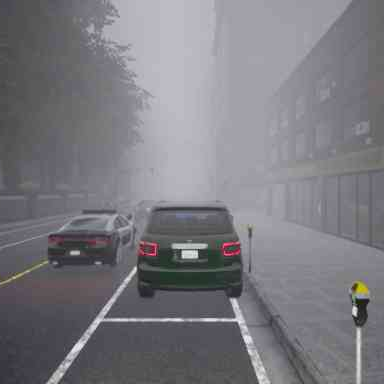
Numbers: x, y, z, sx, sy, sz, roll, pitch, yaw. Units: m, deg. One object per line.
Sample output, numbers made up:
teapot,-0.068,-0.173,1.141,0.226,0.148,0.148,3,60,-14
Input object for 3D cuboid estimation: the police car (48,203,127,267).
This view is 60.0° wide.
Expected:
police car,-3.146,1.422,11.519,1.930,1.638,5.238,0,0,0

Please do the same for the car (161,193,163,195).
car,-8.815,1.432,80.459,1.752,1.417,4.829,0,0,0

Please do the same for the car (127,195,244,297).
car,-0.039,1.218,8.679,2.150,2.045,5.566,0,0,0

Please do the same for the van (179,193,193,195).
van,-0.290,1.317,36.980,1.690,1.788,3.998,0,0,0

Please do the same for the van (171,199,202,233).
van,-0.290,1.333,19.998,1.690,1.788,3.998,0,0,0

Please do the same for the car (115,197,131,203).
car,-6.233,1.505,34.147,1.812,1.442,4.674,0,0,0

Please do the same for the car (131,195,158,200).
car,-3.062,1.341,25.698,2.097,1.767,4.553,0,0,0

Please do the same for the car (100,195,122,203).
car,-8.815,1.291,36.940,2.192,1.841,5.009,0,0,0

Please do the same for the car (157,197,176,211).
car,-3.062,1.448,41.075,1.882,1.535,5.008,0,0,0

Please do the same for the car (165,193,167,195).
car,-8.815,1.438,91.530,1.887,1.381,4.507,0,0,0

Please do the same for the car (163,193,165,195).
car,-8.815,1.450,86.079,2.008,1.369,4.403,0,0,0
